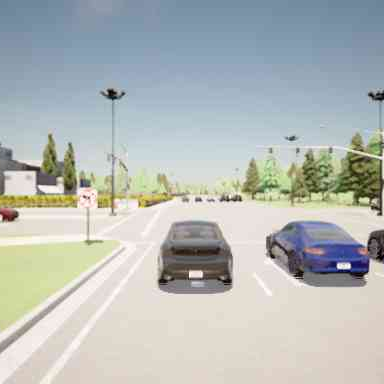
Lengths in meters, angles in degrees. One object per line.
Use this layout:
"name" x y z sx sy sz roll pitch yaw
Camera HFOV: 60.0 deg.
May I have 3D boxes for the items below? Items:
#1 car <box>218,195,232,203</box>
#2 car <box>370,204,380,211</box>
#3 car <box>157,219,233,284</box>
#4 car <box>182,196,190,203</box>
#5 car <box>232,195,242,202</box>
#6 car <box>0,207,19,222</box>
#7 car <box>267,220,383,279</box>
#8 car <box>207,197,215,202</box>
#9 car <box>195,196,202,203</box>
"car" 8.772 1.769 89.054 2.150 2.045 5.566 0 0 0
"car" 25.994 1.813 42.840 5.357 1.411 2.033 0 0 -1
"car" 0.071 1.566 9.733 1.837 1.490 4.892 0 0 0
"car" -1.728 2.069 89.064 2.128 1.511 4.902 0 0 0
"car" 12.278 1.785 90.573 2.150 2.045 5.566 0 0 0
"car" -16.769 1.646 27.118 5.008 1.535 1.882 0 0 -1
"car" 3.597 1.589 10.164 1.812 1.442 4.674 0 0 0
"car" 5.276 2.146 89.899 1.895 1.301 4.718 0 0 0
"car" 1.774 2.025 89.467 1.882 1.535 5.008 0 0 0
